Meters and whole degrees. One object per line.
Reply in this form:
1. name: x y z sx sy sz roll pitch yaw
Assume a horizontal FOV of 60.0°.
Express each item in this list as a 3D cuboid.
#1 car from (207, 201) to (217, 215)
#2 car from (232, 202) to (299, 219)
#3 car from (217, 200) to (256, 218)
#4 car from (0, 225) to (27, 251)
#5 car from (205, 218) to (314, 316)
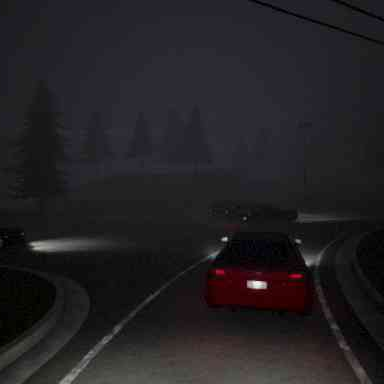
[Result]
1. car: 3.771 1.469 31.637 4.902 1.511 2.128 0 0 -30
2. car: 5.650 1.583 24.655 4.718 1.301 1.895 0 0 -30
3. car: 4.932 1.471 28.271 4.902 1.511 2.128 0 0 -30
4. car: -9.110 1.540 12.249 5.357 1.411 2.033 0 0 -30
5. car: 1.565 1.559 7.661 1.994 1.385 4.181 0 0 13
